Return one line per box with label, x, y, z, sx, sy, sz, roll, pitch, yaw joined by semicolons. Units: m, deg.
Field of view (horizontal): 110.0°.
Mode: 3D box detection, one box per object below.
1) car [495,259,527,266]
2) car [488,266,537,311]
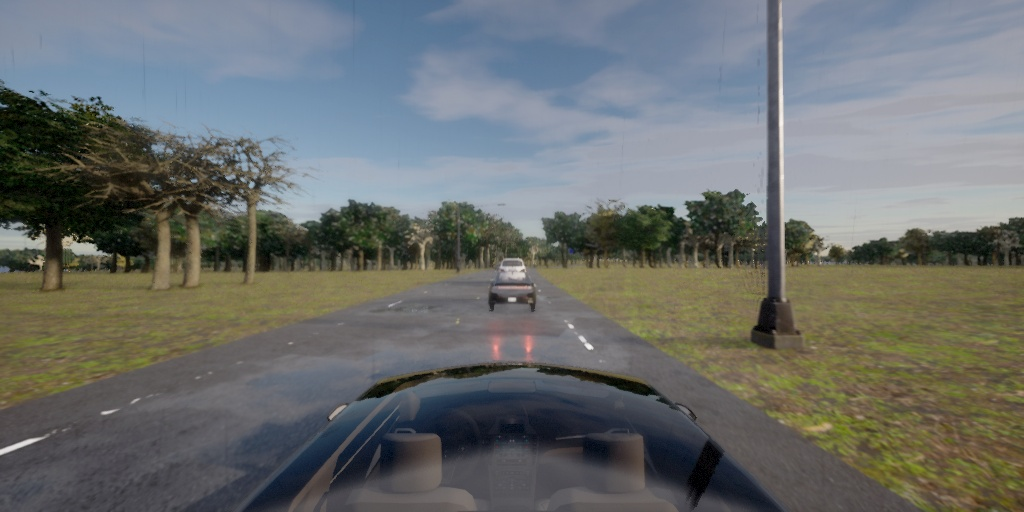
car;0.068;1.253;29.426;2.150;2.045;5.566;0;0;1
car;0.030;1.380;15.358;2.128;1.511;4.902;0;0;1
